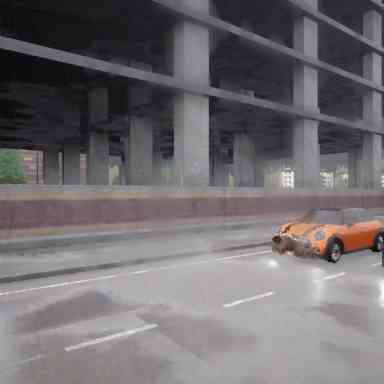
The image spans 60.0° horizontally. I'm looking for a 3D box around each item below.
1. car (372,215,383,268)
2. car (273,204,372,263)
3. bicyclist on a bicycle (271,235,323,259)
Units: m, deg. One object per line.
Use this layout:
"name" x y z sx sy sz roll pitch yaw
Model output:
"car" 7.371 1.351 9.486 4.553 1.767 2.097 0 0 -37
"car" 5.019 1.353 12.083 4.553 1.767 2.097 0 0 -37
"bicyclist on a bicycle" 2.963 1.651 9.961 1.656 0.582 1.620 10 -16 39
